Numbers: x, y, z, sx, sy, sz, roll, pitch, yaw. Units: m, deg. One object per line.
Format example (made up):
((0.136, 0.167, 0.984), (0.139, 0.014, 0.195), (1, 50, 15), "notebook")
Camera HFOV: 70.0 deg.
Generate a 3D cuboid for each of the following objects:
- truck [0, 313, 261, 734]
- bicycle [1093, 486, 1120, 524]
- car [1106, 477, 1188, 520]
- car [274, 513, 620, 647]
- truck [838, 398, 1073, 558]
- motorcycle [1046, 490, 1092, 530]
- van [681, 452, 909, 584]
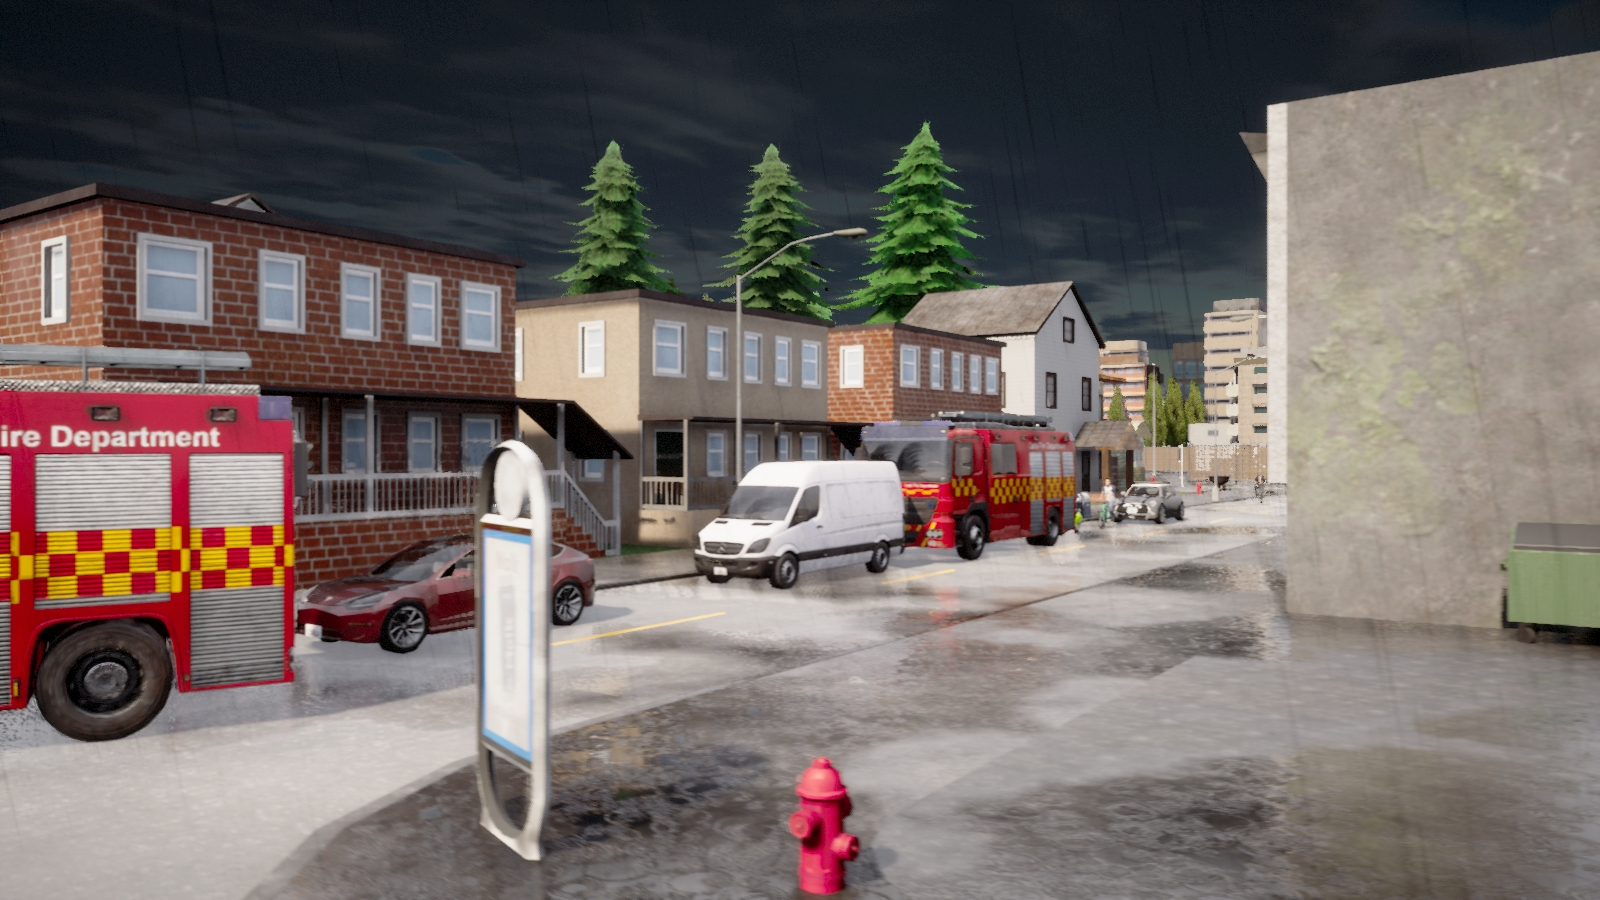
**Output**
((-9.800, 0.676, 10.569), (8.468, 3.827, 2.891), (0, 0, -31), "truck")
((10.932, 1.943, 40.709), (0.373, 1.296, 1.643), (0, 0, 35), "bicycle")
((13.529, 1.852, 44.412), (1.970, 1.475, 3.806), (0, 0, 35), "car")
((-5.246, 1.850, 17.635), (2.163, 1.488, 4.792), (0, 0, 35), "car")
((4.578, 0.678, 31.638), (2.891, 3.827, 8.468), (0, 0, 35), "truck")
((8.924, 1.969, 37.846), (0.856, 1.236, 1.805), (0, 0, 35), "motorcycle")
((0.082, 1.321, 25.231), (1.988, 2.561, 5.915), (0, 0, 35), "van")
